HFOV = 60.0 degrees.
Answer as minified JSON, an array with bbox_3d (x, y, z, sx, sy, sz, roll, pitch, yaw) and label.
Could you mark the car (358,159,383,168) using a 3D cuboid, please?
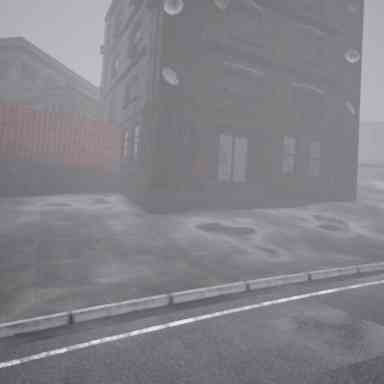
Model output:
[{"bbox_3d":[22.581,-3.314,42.054,4.553,1.767,2.185,2,-3,16],"label":"car"}]
